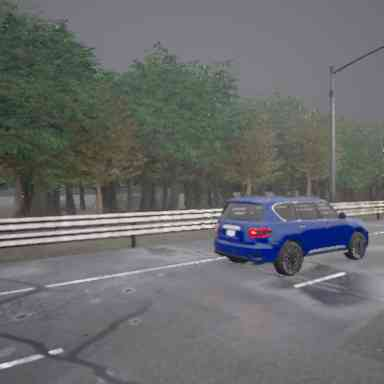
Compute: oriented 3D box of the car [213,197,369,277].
[{"bbox_3d":[3.204,1.160,10.335,5.566,2.045,2.150,0,0,-36],"label":"car"}]
